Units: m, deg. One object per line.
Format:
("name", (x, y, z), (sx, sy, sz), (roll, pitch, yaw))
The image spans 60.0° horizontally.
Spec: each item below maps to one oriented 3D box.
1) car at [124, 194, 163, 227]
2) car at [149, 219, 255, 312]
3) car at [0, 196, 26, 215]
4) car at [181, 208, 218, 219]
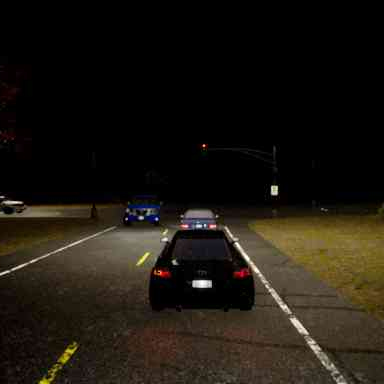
("car", (-3.145, 1.195, 22.730), (2.150, 2.045, 5.566), (1, 0, -2))
("car", (0.192, 1.558, 7.765), (1.994, 1.385, 4.181), (0, 0, 0))
("car", (-21.488, 1.474, 37.005), (5.566, 2.045, 2.150), (-1, 1, 3))
("car", (0.376, 1.530, 16.993), (2.033, 1.411, 5.357), (0, 0, 2))
